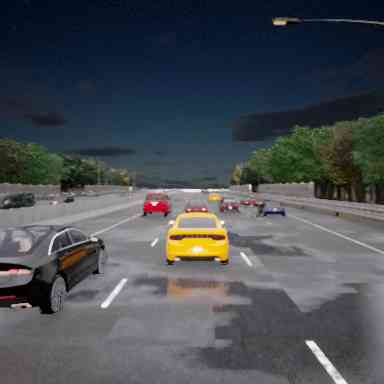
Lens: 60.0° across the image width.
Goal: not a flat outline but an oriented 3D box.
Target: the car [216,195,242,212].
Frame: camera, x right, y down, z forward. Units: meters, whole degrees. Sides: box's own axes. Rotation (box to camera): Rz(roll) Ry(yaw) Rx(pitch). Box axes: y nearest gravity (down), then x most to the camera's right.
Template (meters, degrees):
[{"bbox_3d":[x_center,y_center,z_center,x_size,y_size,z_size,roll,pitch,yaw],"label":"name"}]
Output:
[{"bbox_3d":[3.854,1.357,35.491,1.812,1.442,4.674,0,1,1],"label":"car"}]

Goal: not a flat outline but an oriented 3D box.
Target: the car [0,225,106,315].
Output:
[{"bbox_3d":[-3.357,1.491,7.548,2.128,1.511,4.902,0,0,0],"label":"car"}]

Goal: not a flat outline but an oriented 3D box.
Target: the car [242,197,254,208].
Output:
[{"bbox_3d":[7.496,1.329,43.719,1.895,1.301,4.718,0,1,1],"label":"car"}]

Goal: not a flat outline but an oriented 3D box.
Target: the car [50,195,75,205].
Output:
[{"bbox_3d":[-17.122,1.219,44.040,2.128,1.511,4.902,0,1,1],"label":"car"}]

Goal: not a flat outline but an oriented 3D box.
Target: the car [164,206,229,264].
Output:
[{"bbox_3d":[0.178,1.469,11.836,1.882,1.535,5.008,0,0,1],"label":"car"}]

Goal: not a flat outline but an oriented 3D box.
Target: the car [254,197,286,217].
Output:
[{"bbox_3d":[7.197,1.446,30.482,1.994,1.385,4.181,0,1,2],"label":"car"}]

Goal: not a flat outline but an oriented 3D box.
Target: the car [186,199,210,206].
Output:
[{"bbox_3d":[0.386,1.488,29.930,1.895,1.301,4.718,0,1,1],"label":"car"}]

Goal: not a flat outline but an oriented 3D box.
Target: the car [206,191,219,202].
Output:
[{"bbox_3d":[4.172,0.945,61.698,1.882,1.535,5.008,0,1,1],"label":"car"}]

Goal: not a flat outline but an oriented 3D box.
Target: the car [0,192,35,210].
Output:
[{"bbox_3d":[-13.887,1.156,23.917,2.150,2.045,5.566,0,0,1],"label":"car"}]

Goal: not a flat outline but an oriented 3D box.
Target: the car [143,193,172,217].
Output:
[{"bbox_3d":[-3.109,1.105,30.346,2.150,2.045,5.566,0,1,1],"label":"car"}]

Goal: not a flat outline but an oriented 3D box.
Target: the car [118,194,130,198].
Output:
[{"bbox_3d":[-13.287,1.002,65.619,1.895,1.301,4.718,0,1,1],"label":"car"}]
